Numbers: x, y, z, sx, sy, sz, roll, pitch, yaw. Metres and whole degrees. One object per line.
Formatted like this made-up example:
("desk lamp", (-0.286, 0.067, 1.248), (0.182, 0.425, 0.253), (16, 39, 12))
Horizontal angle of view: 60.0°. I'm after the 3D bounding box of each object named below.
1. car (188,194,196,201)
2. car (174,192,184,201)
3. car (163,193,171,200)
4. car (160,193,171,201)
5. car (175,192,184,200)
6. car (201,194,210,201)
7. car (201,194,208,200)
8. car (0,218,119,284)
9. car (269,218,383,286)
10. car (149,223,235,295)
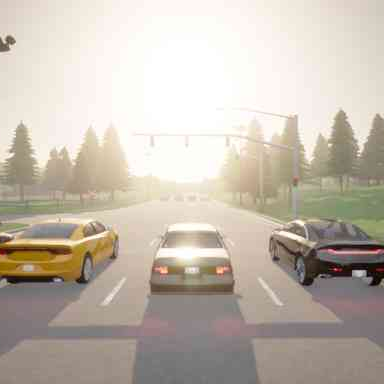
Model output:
("car", (0.003, 1.346, 83.912), (2.097, 1.767, 4.553), (0, 0, 0))
("car", (-3.497, 1.469, 83.559), (1.882, 1.535, 5.008), (0, 0, 0))
("car", (-6.996, 1.187, 93.949), (2.097, 1.767, 4.553), (0, 0, 0))
("car", (-6.997, 1.492, 83.559), (1.837, 1.490, 4.892), (0, 0, 0))
("car", (-3.496, 1.057, 94.009), (2.150, 2.045, 5.566), (0, 0, 0))
("car", (3.503, 1.516, 83.975), (1.812, 1.442, 4.674), (0, 0, 0))
("car", (3.504, 1.356, 93.978), (1.812, 1.442, 4.674), (0, 0, 0))
("car", (-3.487, 1.478, 9.627), (1.882, 1.535, 5.008), (0, 0, 1))
("car", (3.512, 1.492, 9.393), (2.128, 1.511, 4.902), (0, 0, 0))
("car", (0.005, 1.547, 8.873), (2.033, 1.411, 5.357), (0, 0, 0))
